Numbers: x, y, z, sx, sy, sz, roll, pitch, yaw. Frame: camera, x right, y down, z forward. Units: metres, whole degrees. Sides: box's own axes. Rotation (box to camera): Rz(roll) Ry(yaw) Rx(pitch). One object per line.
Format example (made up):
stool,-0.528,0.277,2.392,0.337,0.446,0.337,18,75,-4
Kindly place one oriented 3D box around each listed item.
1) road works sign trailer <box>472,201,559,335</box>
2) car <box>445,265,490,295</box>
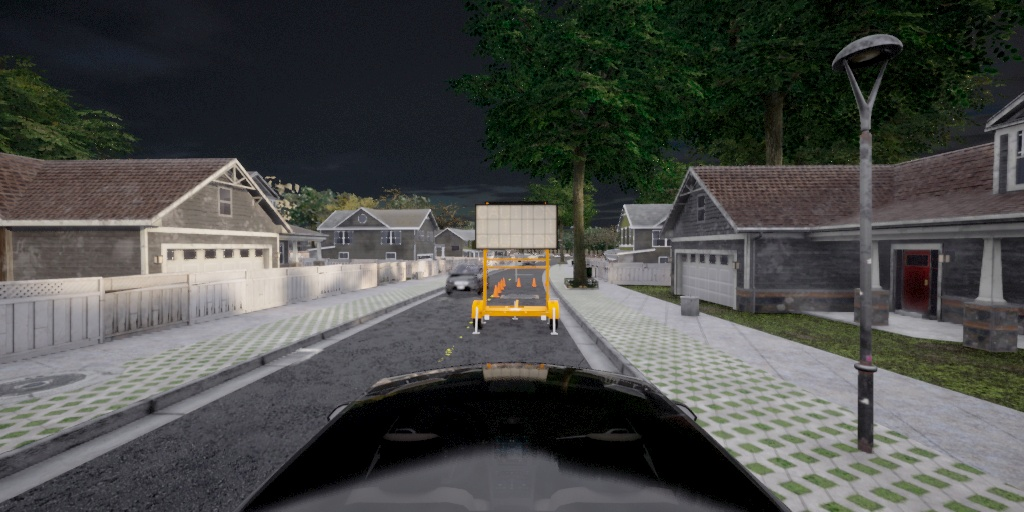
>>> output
road works sign trailer,0.128,0.213,10.555,2.380,3.560,2.880,0,0,2
car,-2.322,1.238,19.696,2.128,1.511,4.902,0,0,3
